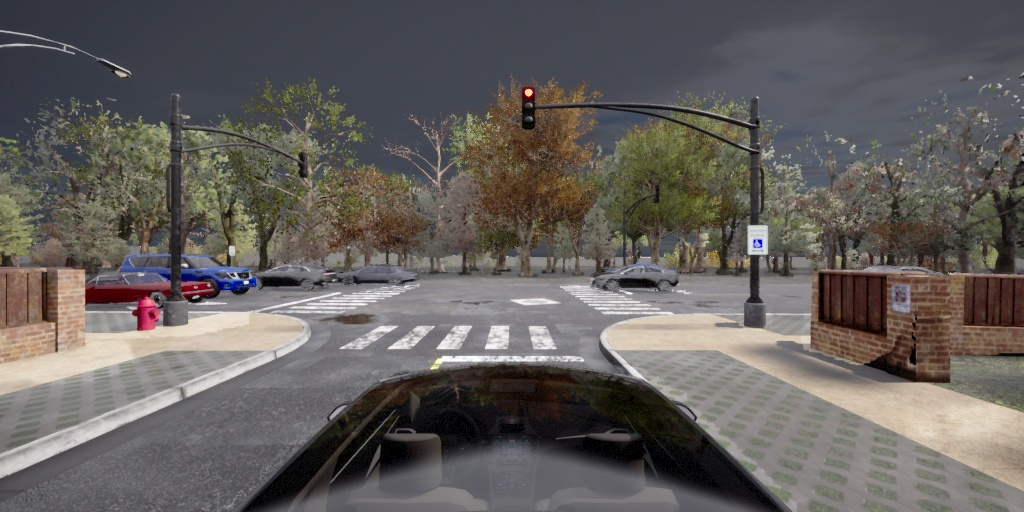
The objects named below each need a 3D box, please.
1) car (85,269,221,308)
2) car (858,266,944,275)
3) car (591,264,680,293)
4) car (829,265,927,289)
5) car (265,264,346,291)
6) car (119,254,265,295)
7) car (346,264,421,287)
[{"bbox_3d":[-14.636,1.295,14.012,4.718,1.301,1.895,0,0,-3],"label":"car"},{"bbox_3d":[22.011,1.325,20.764,4.902,1.511,2.128,0,0,0],"label":"car"},{"bbox_3d":[7.060,1.275,20.744,4.902,1.511,2.128,0,0,0],"label":"car"},{"bbox_3d":[24.411,1.371,24.018,4.674,1.442,1.812,0,0,0],"label":"car"},{"bbox_3d":[-12.710,1.201,20.715,4.902,1.511,2.128,0,0,0],"label":"car"},{"bbox_3d":[-15.562,0.916,17.262,5.566,2.045,2.150,0,0,0],"label":"car"},{"bbox_3d":[-8.899,1.275,23.973,5.357,1.411,2.033,0,0,0],"label":"car"}]
